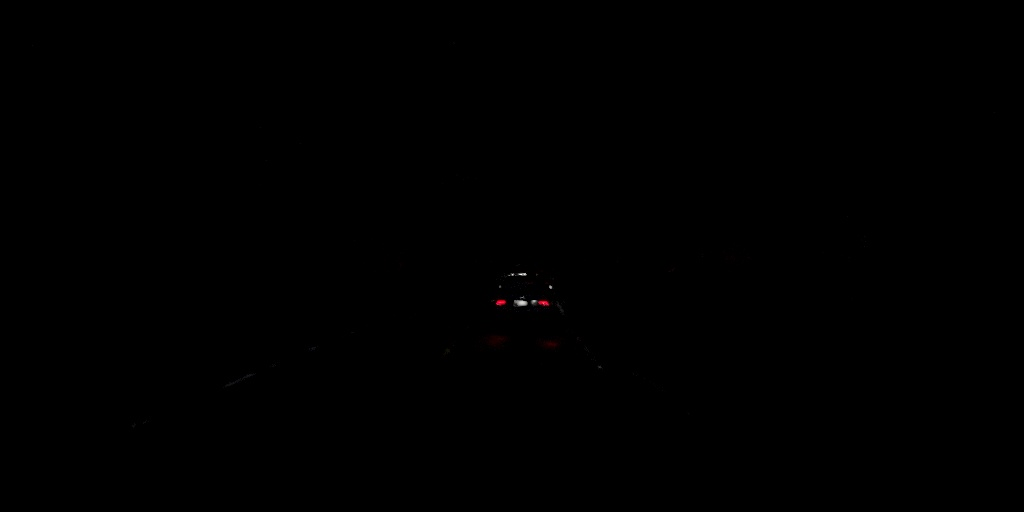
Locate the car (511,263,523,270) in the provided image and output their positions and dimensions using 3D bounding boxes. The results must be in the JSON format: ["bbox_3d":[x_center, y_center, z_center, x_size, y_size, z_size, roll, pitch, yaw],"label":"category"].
[{"bbox_3d":[0.906,1.655,49.868,1.812,1.442,4.674,0,0,6],"label":"car"}]

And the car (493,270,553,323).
[{"bbox_3d":[0.442,1.383,12.513,2.033,1.411,5.357,0,0,4],"label":"car"}]

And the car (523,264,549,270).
[{"bbox_3d":[2.389,1.481,33.728,1.882,1.535,5.008,0,0,6],"label":"car"}]
